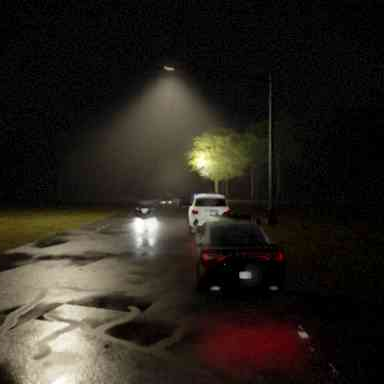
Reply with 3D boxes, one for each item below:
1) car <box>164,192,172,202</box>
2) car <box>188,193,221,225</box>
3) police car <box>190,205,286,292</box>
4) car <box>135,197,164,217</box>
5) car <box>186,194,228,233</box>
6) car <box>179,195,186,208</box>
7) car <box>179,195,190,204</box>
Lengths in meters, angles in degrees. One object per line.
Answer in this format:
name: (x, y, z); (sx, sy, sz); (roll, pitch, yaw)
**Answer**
car: (-5.404, 1.354, 71.954); (1.994, 1.385, 4.181); (0, 0, -3)
car: (0.811, 1.132, 24.954); (2.150, 2.045, 5.566); (0, 0, -1)
police car: (1.011, 1.388, 8.999); (1.930, 1.638, 5.238); (0, 0, 0)
car: (-3.952, 1.381, 29.867); (2.128, 1.511, 4.902); (0, 0, -1)
car: (0.905, 1.156, 18.944); (2.150, 2.045, 5.566); (0, 0, -1)
car: (-0.773, 1.419, 46.276); (1.994, 1.385, 4.181); (0, 0, -1)
car: (-1.317, 1.332, 60.175); (1.837, 1.490, 4.892); (-1, 0, -3)
